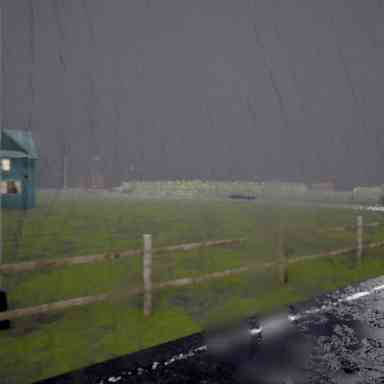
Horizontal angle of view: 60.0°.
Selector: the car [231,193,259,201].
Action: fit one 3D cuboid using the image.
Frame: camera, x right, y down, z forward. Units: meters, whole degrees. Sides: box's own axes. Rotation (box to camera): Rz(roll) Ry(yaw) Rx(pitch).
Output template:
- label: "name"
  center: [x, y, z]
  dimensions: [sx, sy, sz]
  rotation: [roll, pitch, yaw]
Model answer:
- label: "car"
  center: [8.707, 0.853, 55.044]
  dimensions: [1.895, 1.301, 4.718]
  rotation: [0, 1, -35]
